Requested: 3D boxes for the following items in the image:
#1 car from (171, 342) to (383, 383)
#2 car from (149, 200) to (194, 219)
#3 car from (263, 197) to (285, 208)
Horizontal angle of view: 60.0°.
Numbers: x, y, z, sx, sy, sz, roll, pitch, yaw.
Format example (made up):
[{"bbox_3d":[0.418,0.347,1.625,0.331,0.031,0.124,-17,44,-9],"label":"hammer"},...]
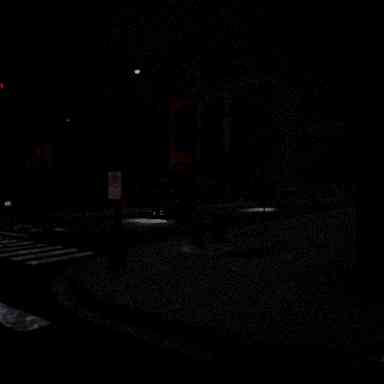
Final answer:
[{"bbox_3d":[1.695,1.552,1.637,4.403,1.369,2.008,0,0,36],"label":"car"},{"bbox_3d":[-1.686,1.499,29.197,1.837,1.490,4.892,0,0,35],"label":"car"},{"bbox_3d":[11.974,1.541,48.397,2.128,1.511,4.902,0,0,36],"label":"car"}]
